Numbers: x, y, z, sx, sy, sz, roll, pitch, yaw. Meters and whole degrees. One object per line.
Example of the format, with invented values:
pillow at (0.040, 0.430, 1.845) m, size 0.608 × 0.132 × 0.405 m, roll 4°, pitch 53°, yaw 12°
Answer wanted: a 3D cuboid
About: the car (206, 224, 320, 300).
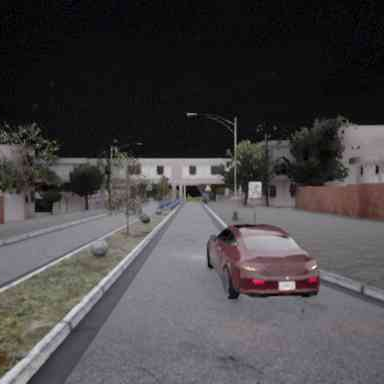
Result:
car at (1.497, 1.514, 8.300) m, size 1.812 × 1.442 × 4.674 m, roll 0°, pitch 0°, yaw -5°
